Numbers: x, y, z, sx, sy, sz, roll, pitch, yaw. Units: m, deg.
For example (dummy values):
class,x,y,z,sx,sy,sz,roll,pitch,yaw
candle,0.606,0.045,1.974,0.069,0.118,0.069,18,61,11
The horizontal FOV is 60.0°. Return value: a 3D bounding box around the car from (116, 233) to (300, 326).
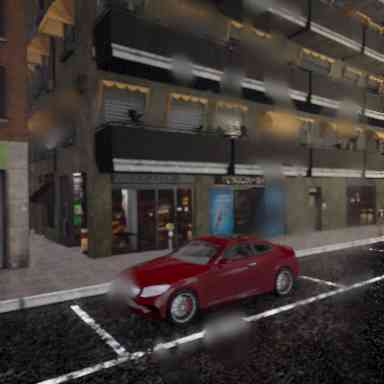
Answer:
class,x,y,z,sx,sy,sz,roll,pitch,yaw
car,0.530,1.563,6.949,4.206,1.307,1.802,0,0,-36
